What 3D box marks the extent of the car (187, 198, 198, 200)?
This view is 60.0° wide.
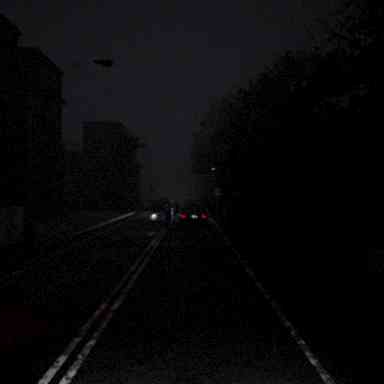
[{"bbox_3d":[0.013,1.495,43.645,1.895,1.301,4.718,0,0,0],"label":"car"}]

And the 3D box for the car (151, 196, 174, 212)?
[{"bbox_3d":[-3.401,1.422,37.422,1.837,1.490,4.892,0,0,0],"label":"car"}]

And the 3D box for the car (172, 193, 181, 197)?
[{"bbox_3d":[-3.696,0.956,79.270,1.882,1.535,5.008,0,0,-1],"label":"car"}]

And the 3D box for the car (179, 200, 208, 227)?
[{"bbox_3d":[0.088,1.517,22.379,2.033,1.411,5.357,0,0,0],"label":"car"}]
